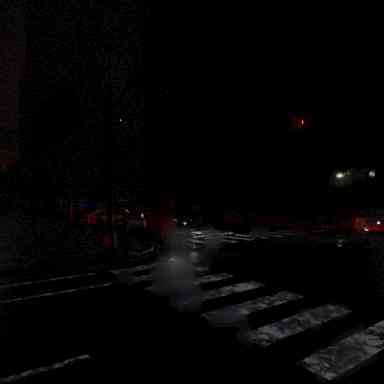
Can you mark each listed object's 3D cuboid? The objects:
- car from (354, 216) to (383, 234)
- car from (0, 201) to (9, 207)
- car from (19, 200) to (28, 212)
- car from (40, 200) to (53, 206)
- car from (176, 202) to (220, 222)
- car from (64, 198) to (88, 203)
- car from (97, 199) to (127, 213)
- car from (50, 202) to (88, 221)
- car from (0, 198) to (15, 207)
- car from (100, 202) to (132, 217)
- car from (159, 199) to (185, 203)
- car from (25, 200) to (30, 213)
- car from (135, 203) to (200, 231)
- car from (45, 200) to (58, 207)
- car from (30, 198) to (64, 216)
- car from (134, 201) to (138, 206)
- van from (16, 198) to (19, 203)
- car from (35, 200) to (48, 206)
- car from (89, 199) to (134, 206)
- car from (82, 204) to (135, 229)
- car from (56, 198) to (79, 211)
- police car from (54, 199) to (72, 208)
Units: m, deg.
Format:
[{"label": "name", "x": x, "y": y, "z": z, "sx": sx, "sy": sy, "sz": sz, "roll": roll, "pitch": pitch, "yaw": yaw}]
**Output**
[{"label": "car", "x": 11.070, "y": 1.601, "z": 17.479, "sx": 4.718, "sy": 1.301, "sz": 1.895, "roll": 0, "pitch": -1, "yaw": -13}, {"label": "car", "x": -44.383, "y": 2.772, "z": 78.066, "sx": 1.802, "sy": 1.307, "sz": 4.206, "roll": -1, "pitch": 0, "yaw": -35}, {"label": "car", "x": -23.324, "y": 2.158, "z": 48.445, "sx": 1.967, "sy": 1.590, "sz": 4.097, "roll": -1, "pitch": 0, "yaw": -35}, {"label": "car", "x": -34.726, "y": 2.662, "z": 79.195, "sx": 1.947, "sy": 1.339, "sz": 4.313, "roll": -1, "pitch": 0, "yaw": -35}, {"label": "car", "x": 0.622, "y": 1.830, "z": 29.487, "sx": 1.887, "sy": 1.381, "sz": 4.507, "roll": -1, "pitch": 0, "yaw": -35}, {"label": "car", "x": -15.430, "y": 1.798, "z": 41.984, "sx": 2.150, "sy": 2.045, "sz": 5.566, "roll": 0, "pitch": -1, "yaw": -35}, {"label": "car", "x": -11.156, "y": 1.876, "z": 46.084, "sx": 2.192, "sy": 1.841, "sz": 5.009, "roll": -1, "pitch": 0, "yaw": -35}, {"label": "car", "x": -11.996, "y": 2.005, "z": 32.518, "sx": 2.008, "sy": 1.369, "sz": 4.403, "roll": -1, "pitch": 0, "yaw": -35}, {"label": "car", "x": -41.268, "y": 2.668, "z": 73.684, "sx": 1.887, "sy": 1.381, "sz": 4.507, "roll": -1, "pitch": 0, "yaw": -35}, {"label": "car", "x": -8.730, "y": 1.969, "z": 38.051, "sx": 1.837, "sy": 1.490, "sz": 4.892, "roll": 0, "pitch": -1, "yaw": -35}, {"label": "car", "x": -2.327, "y": 1.669, "z": 33.637, "sx": 2.192, "sy": 1.841, "sz": 5.009, "roll": -1, "pitch": 0, "yaw": -35}, {"label": "car", "x": -20.491, "y": 2.197, "z": 44.463, "sx": 1.887, "sy": 1.381, "sz": 4.507, "roll": -1, "pitch": 0, "yaw": -35}, {"label": "car", "x": -1.807, "y": 1.759, "z": 22.839, "sx": 1.837, "sy": 1.490, "sz": 4.892, "roll": 0, "pitch": -1, "yaw": -35}, {"label": "car", "x": -31.710, "y": 2.597, "z": 74.954, "sx": 1.947, "sy": 1.339, "sz": 4.313, "roll": -1, "pitch": 0, "yaw": -35}, {"label": "car", "x": -17.664, "y": 1.901, "z": 40.482, "sx": 2.192, "sy": 1.841, "sz": 5.009, "roll": -1, "pitch": 0, "yaw": -35}, {"label": "car", "x": -5.264, "y": 2.005, "z": 37.786, "sx": 1.802, "sy": 1.307, "sz": 4.206, "roll": -1, "pitch": 0, "yaw": -35}, {"label": "van", "x": -26.157, "y": 2.124, "z": 52.427, "sx": 1.690, "sy": 1.788, "sz": 3.998, "roll": -1, "pitch": 0, "yaw": -35}, {"label": "car", "x": -37.740, "y": 2.712, "z": 83.434, "sx": 2.008, "sy": 1.369, "sz": 4.403, "roll": -1, "pitch": 0, "yaw": -35}, {"label": "car", "x": -7.565, "y": 1.742, "z": 30.900, "sx": 2.097, "sy": 1.767, "sz": 4.553, "roll": 0, "pitch": -1, "yaw": -35}, {"label": "car", "x": -6.236, "y": 1.844, "z": 24.416, "sx": 1.752, "sy": 1.417, "sz": 4.829, "roll": -1, "pitch": 0, "yaw": -35}, {"label": "car", "x": -20.397, "y": 1.957, "z": 54.468, "sx": 2.150, "sy": 2.045, "sz": 5.566, "roll": 0, "pitch": -1, "yaw": -35}, {"label": "police car", "x": -25.432, "y": 2.309, "z": 65.456, "sx": 1.930, "sy": 1.638, "sz": 5.238, "roll": 0, "pitch": -1, "yaw": -35}]
